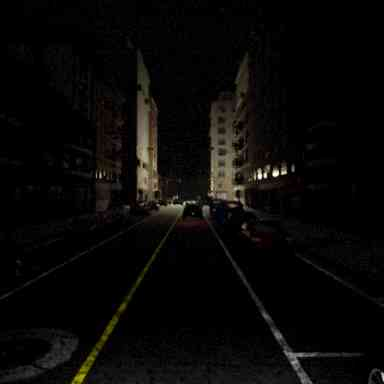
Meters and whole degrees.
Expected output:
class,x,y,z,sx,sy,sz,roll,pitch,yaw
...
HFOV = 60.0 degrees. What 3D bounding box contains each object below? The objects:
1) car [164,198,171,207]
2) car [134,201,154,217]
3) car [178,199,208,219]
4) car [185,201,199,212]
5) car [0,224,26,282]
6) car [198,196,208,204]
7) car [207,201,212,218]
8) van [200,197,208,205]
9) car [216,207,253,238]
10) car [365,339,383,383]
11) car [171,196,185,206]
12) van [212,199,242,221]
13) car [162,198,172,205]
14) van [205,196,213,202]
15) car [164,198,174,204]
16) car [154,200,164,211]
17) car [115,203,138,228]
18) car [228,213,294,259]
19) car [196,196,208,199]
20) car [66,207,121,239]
class,x,y,z,sx,sy,sz,roll,pitch,yaw
car,-5.437,2.066,62.248,1.802,1.307,4.206,0,0,0
car,-5.415,1.699,34.696,1.967,1.590,4.097,0,0,0
car,0.079,1.722,31.309,2.128,1.511,4.902,0,-1,0
car,0.020,1.948,45.480,1.895,1.301,4.718,0,0,0
car,-5.392,1.491,7.143,1.967,1.590,4.097,0,0,0
car,2.575,1.933,78.790,2.192,1.841,5.009,0,0,0
car,2.614,1.765,29.191,2.008,1.369,4.403,0,0,0
van,2.579,1.915,73.278,1.690,1.788,3.998,0,0,0
car,2.623,1.696,18.170,1.947,1.339,4.313,0,0,0
car,2.637,1.578,1.637,1.947,1.339,4.313,0,0,0
car,-2.807,2.055,67.576,1.812,1.442,4.674,0,0,0
van,2.619,1.513,23.682,1.690,1.788,3.998,0,0,0
car,-5.446,2.118,73.271,1.887,1.381,4.507,0,0,0
van,2.610,1.600,34.703,1.690,1.788,3.998,0,0,0
car,-5.450,2.183,78.781,1.947,1.339,4.313,0,0,0
car,-5.424,1.899,45.716,2.008,1.369,4.403,0,0,0
car,-5.406,1.722,23.674,2.008,1.369,4.403,0,0,0
car,2.628,1.672,12.659,1.802,1.307,4.206,0,0,0
car,2.225,1.658,55.636,2.150,2.045,5.566,0,0,0
car,-5.402,1.712,18.163,1.802,1.307,4.206,0,0,0
